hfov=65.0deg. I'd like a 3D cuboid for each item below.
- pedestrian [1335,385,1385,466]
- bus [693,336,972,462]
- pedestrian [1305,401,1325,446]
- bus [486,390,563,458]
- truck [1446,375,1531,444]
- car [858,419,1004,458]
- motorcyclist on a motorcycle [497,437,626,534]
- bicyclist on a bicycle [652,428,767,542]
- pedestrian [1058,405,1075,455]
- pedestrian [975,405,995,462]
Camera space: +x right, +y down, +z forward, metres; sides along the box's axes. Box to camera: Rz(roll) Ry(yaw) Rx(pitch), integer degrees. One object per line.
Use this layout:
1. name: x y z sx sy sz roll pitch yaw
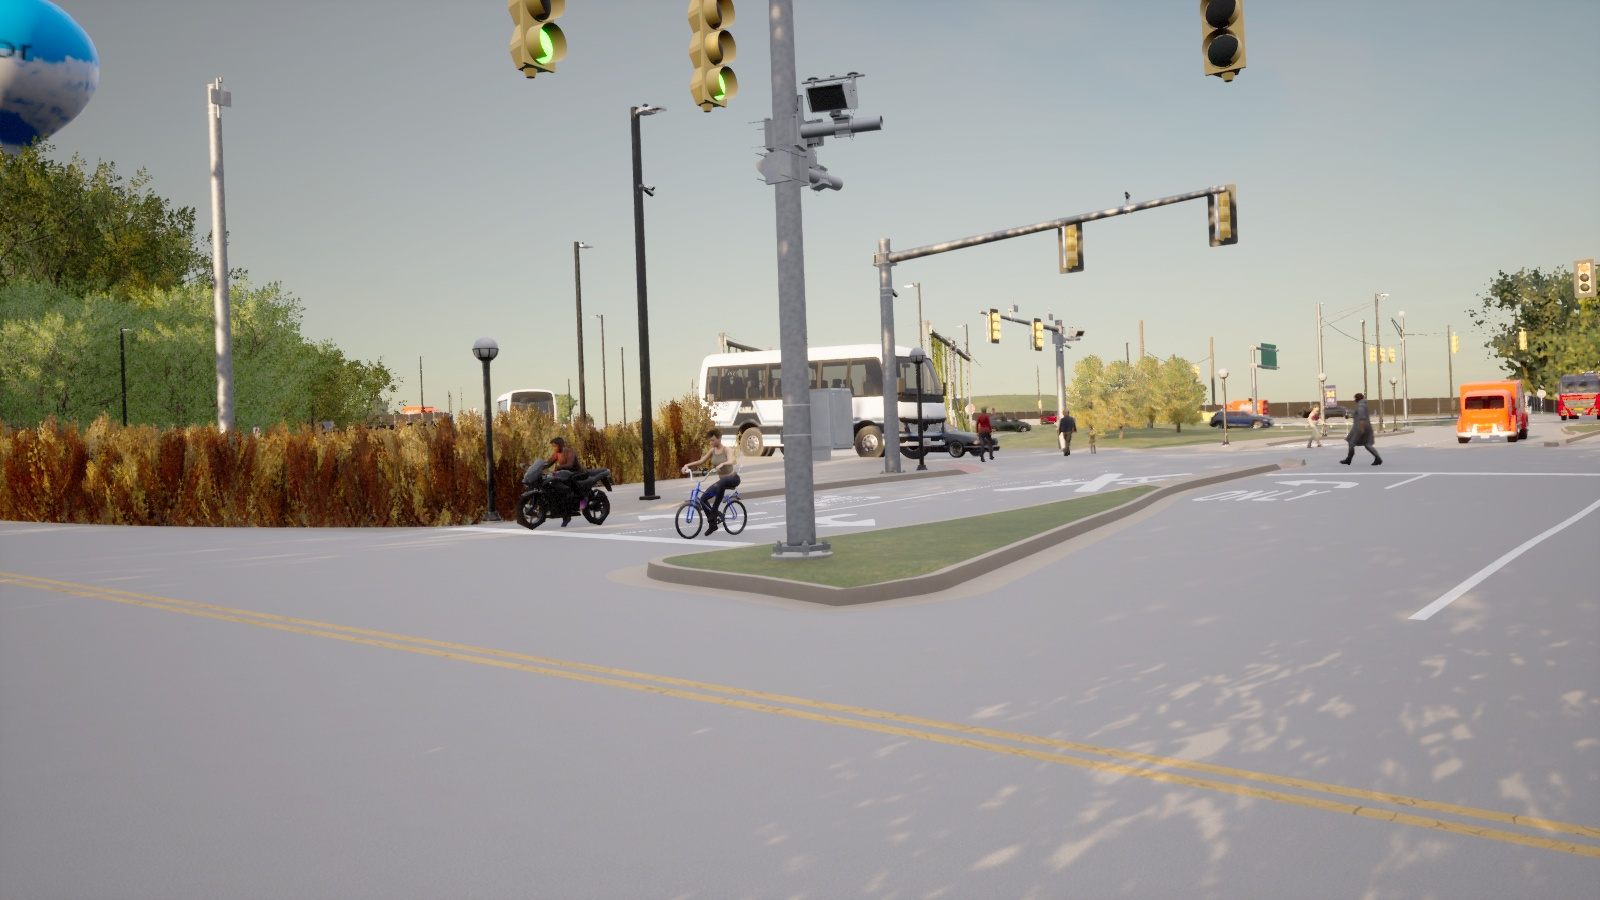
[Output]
1. pedestrian: 13.856 -0.611 31.093 0.873 1.952 0.659 -3 0 45
2. bus: 1.029 -1.754 47.454 10.273 4.253 3.944 0 1 41
3. pedestrian: 21.406 -1.090 52.173 0.345 1.836 0.594 -2 0 -44
4. bus: -18.749 -1.717 84.954 3.944 4.253 10.273 -1 1 -18
5. truck: 29.181 -1.745 53.119 2.627 2.467 5.204 -2 4 34
6. car: 5.071 -0.435 49.106 5.357 1.411 2.033 0 1 37
7. motorcyclist on a motorcycle: -3.958 0.560 20.984 0.797 1.523 2.044 -1 0 39
8. bicyclist on a bicycle: -1.327 0.498 18.665 0.866 1.612 1.509 -1 0 41
9. pedestrian: 9.978 -0.735 46.991 0.402 1.842 0.726 -3 0 25
10. pedestrian: 6.060 -0.554 41.090 0.331 1.846 0.636 -3 0 34
